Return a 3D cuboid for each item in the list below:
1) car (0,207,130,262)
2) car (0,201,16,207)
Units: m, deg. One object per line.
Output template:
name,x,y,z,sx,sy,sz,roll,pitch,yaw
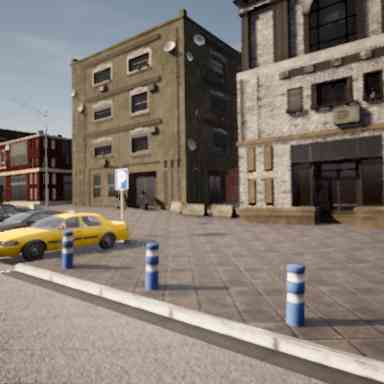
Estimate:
car,-4.761,1.470,12.440,1.946,1.575,5.366,0,0,37
car,-9.072,1.337,15.880,2.185,1.767,4.553,0,0,37
